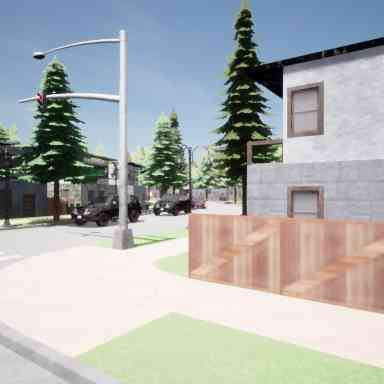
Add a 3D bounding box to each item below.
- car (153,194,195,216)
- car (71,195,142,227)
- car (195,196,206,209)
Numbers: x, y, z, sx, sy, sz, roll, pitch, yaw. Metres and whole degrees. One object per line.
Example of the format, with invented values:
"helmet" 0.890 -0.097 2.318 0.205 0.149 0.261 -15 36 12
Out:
"car" -1.851 1.203 32.522 2.150 2.045 5.566 0 0 18
"car" -5.735 1.202 23.142 2.150 2.045 5.566 0 0 27
"car" 0.695 1.333 44.024 2.097 1.767 4.553 0 0 7
